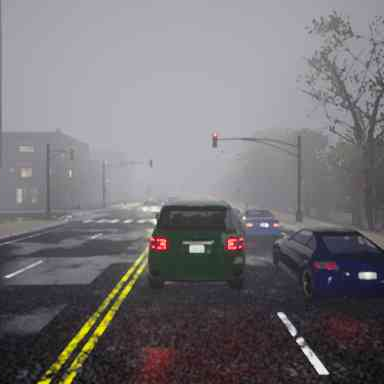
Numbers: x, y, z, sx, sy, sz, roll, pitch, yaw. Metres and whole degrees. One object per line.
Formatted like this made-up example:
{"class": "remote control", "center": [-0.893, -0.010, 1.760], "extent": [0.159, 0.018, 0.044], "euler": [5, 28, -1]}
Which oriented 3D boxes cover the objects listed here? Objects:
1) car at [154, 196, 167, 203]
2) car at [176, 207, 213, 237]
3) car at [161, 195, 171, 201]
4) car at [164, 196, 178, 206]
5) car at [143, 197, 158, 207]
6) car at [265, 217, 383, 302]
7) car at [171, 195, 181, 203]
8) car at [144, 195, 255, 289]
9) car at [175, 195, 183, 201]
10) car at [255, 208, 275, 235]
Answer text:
{"class": "car", "center": [-6.499, 1.498, 69.073], "extent": [2.033, 1.411, 5.357], "euler": [0, 0, 0]}
{"class": "car", "center": [0.126, 1.587, 19.009], "extent": [1.895, 1.301, 4.718], "euler": [0, 0, 0]}
{"class": "car", "center": [-6.526, 1.459, 84.115], "extent": [2.128, 1.511, 4.902], "euler": [0, 0, 0]}
{"class": "car", "center": [-3.307, 1.442, 53.516], "extent": [1.882, 1.535, 5.008], "euler": [0, 0, 0]}
{"class": "car", "center": [-6.559, 1.565, 53.133], "extent": [1.895, 1.301, 4.718], "euler": [0, 0, 0]}
{"class": "car", "center": [3.358, 1.558, 8.327], "extent": [1.994, 1.385, 4.181], "euler": [0, 0, 0]}
{"class": "car", "center": [-3.250, 1.434, 68.921], "extent": [1.882, 1.535, 5.008], "euler": [0, 0, 0]}
{"class": "car", "center": [0.111, 1.215, 9.250], "extent": [2.150, 2.045, 5.566], "euler": [0, 0, 0]}
{"class": "car", "center": [-3.275, 1.458, 84.121], "extent": [1.812, 1.442, 4.674], "euler": [0, 0, 0]}
{"class": "car", "center": [3.338, 1.535, 17.555], "extent": [2.033, 1.411, 5.357], "euler": [0, 0, 3]}
